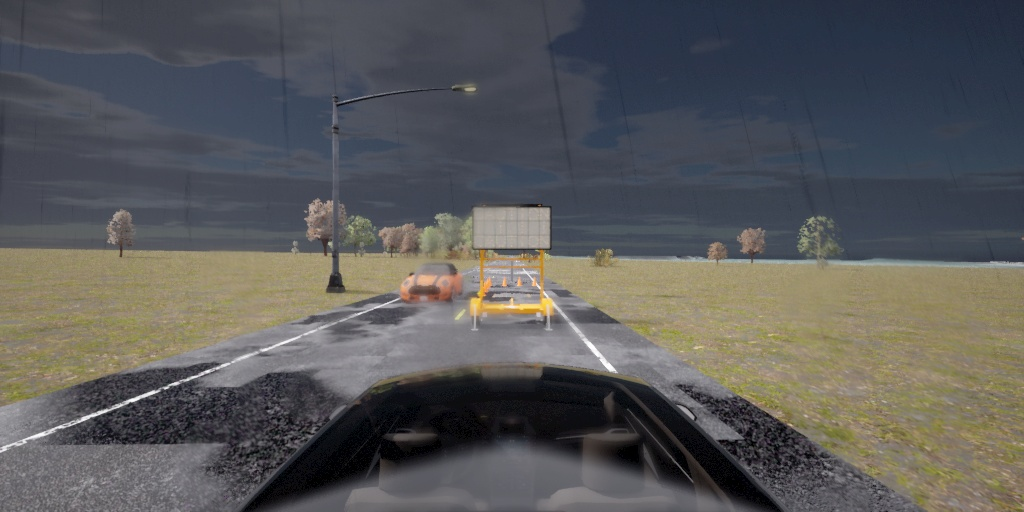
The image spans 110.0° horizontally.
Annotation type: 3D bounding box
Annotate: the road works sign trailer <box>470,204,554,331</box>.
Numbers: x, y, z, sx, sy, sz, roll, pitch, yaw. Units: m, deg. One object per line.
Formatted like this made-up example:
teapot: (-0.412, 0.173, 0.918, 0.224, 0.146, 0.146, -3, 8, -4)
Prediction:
road works sign trailer: (-0.003, 0.215, 11.018, 2.380, 3.560, 2.880, 0, 0, 0)

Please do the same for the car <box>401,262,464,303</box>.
car: (-3.504, 1.103, 16.510, 2.097, 1.767, 4.553, 0, 0, 0)
